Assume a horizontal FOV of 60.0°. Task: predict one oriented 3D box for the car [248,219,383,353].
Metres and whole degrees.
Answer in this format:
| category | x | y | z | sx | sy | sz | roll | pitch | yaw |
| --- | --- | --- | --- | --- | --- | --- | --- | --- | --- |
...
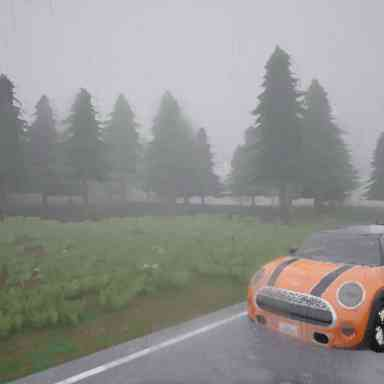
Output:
| category | x | y | z | sx | sy | sz | roll | pitch | yaw |
| --- | --- | --- | --- | --- | --- | --- | --- | --- | --- |
| car | 3.117 | 1.479 | 6.531 | 4.553 | 1.767 | 2.097 | 0 | -2 | -42 |
